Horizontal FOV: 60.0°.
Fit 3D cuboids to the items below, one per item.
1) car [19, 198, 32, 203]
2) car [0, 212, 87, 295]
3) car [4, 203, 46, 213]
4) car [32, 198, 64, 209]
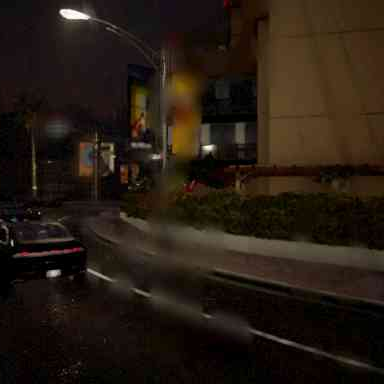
[{"bbox_3d":[-24.426,1.656,50.859,2.128,1.511,4.902,0,0,6],"label":"car"},{"bbox_3d":[-4.417,1.523,9.003,2.128,1.511,4.902,1,0,-38],"label":"car"},{"bbox_3d":[-10.637,1.612,20.672,2.033,1.411,5.357,0,0,-19],"label":"car"},{"bbox_3d":[-21.110,1.721,49.724,2.033,1.411,5.357,0,0,5],"label":"car"}]
